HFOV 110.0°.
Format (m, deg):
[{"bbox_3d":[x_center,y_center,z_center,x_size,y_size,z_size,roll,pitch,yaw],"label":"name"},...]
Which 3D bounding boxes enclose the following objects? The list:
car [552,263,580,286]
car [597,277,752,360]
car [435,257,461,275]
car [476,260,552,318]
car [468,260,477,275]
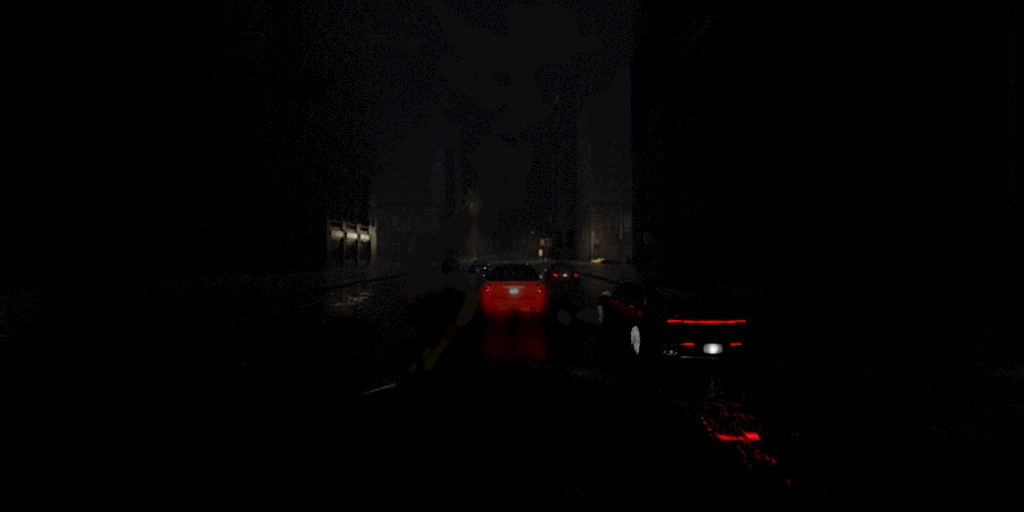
[{"bbox_3d":[3.316,1.211,24.307,2.033,1.411,5.357,0,0,0],"label":"car"},{"bbox_3d":[3.309,1.232,8.278,1.837,1.490,4.892,0,1,1],"label":"car"},{"bbox_3d":[-6.598,0.953,37.249,2.097,1.767,4.553,0,0,0],"label":"car"},{"bbox_3d":[0.081,1.061,12.876,2.097,1.767,4.553,0,0,0],"label":"car"},{"bbox_3d":[-3.349,1.128,37.134,1.812,1.442,4.674,0,0,0],"label":"car"}]
